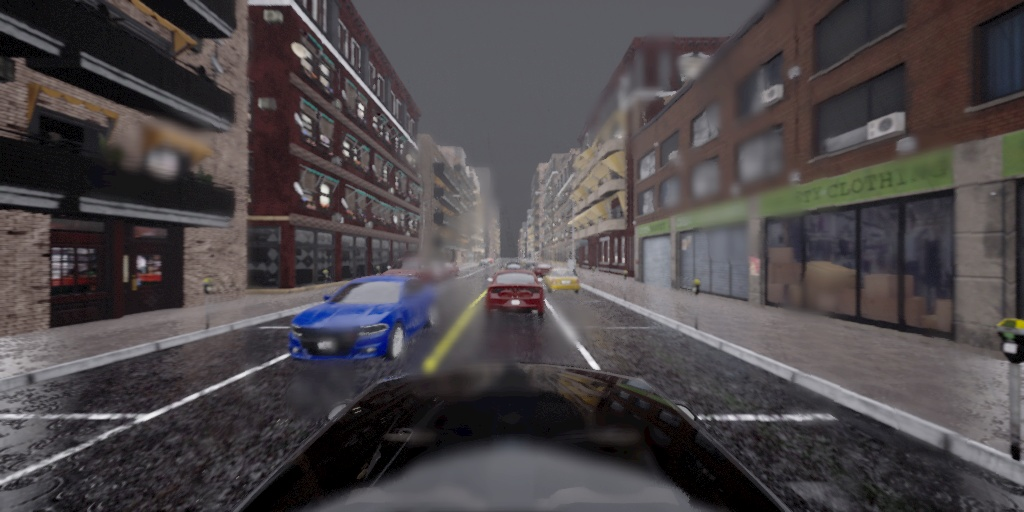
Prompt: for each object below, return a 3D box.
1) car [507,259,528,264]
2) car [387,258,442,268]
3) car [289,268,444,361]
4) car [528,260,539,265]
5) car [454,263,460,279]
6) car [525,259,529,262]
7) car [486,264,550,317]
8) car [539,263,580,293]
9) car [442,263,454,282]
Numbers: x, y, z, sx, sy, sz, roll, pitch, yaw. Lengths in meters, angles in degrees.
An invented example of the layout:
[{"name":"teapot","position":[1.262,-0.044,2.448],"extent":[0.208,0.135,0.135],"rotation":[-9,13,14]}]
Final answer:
[{"name":"car","position":[0.135,1.264,30.949],"extent":[1.812,1.442,4.674],"rotation":[0,0,0]},{"name":"car","position":[-5.672,1.051,20.183],"extent":[2.192,1.841,5.009],"rotation":[0,0,0]},{"name":"car","position":[-3.094,1.221,8.487],"extent":[1.882,1.535,5.008],"rotation":[0,0,0]},{"name":"car","position":[2.723,1.287,31.441],"extent":[1.888,1.381,4.507],"rotation":[0,0,0]},{"name":"car","position":[-5.658,1.276,31.456],"extent":[1.888,1.381,4.507],"rotation":[0,0,0]},{"name":"car","position":[2.753,1.281,53.985],"extent":[2.007,1.370,4.403],"rotation":[0,0,0]},{"name":"car","position":[0.111,1.224,13.116],"extent":[1.882,1.535,5.008],"rotation":[0,0,0]},{"name":"car","position":[2.708,1.272,20.338],"extent":[1.751,1.417,4.829],"rotation":[0,0,0]},{"name":"car","position":[-5.665,1.173,25.819],"extent":[1.967,1.591,4.097],"rotation":[0,0,0]}]
